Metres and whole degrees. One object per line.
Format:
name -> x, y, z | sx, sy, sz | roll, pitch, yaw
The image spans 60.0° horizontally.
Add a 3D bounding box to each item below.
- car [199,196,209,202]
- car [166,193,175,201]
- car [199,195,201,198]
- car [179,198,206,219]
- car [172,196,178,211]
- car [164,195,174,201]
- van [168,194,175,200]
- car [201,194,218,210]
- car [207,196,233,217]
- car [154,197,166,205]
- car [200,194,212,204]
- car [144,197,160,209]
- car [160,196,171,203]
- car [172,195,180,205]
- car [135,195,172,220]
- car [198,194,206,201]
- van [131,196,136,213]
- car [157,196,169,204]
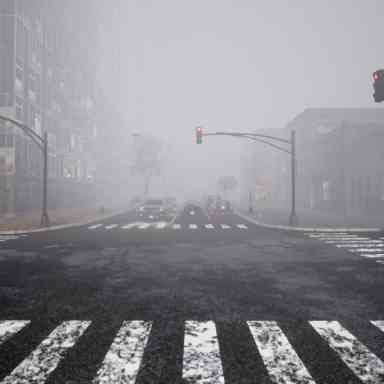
car -> 2.724, 1.572, 76.396 | 1.947, 1.339, 4.313 | 1, 0, 0
car -> -5.648, 1.321, 87.707 | 2.192, 1.841, 5.009 | 1, 0, 0
car -> 0.117, 1.606, 56.733 | 1.895, 1.301, 4.718 | 0, 0, 0
car -> 0.049, 1.529, 29.246 | 1.812, 1.442, 4.674 | 0, 0, 0
car -> -3.090, 1.552, 37.622 | 2.033, 1.411, 5.357 | 0, 0, 0
car -> -5.654, 1.557, 82.033 | 2.008, 1.369, 4.403 | 1, 0, 0
van -> -5.647, 1.347, 93.381 | 1.690, 1.788, 3.998 | 1, 0, 0
car -> 2.719, 1.320, 42.351 | 2.192, 1.841, 5.009 | 1, 0, 0
car -> 2.713, 1.444, 31.003 | 1.967, 1.590, 4.097 | 1, 0, 0
car -> -5.661, 1.587, 59.337 | 1.802, 1.307, 4.206 | 1, 0, 0
car -> 2.725, 1.321, 65.048 | 2.192, 1.841, 5.009 | 1, 0, 0
car -> -5.663, 1.530, 47.819 | 1.752, 1.417, 4.829 | 1, 0, 0
car -> -5.658, 1.572, 70.685 | 1.947, 1.339, 4.313 | 1, 0, 0
car -> -3.082, 1.531, 47.642 | 1.812, 1.442, 4.674 | 0, 0, 0
car -> -3.125, 1.356, 28.149 | 2.097, 1.767, 4.553 | 0, 0, 1
car -> 2.729, 1.446, 87.743 | 1.967, 1.590, 4.097 | 1, 0, 0
van -> -5.663, 1.346, 36.641 | 1.690, 1.788, 3.998 | 1, 0, 0
car -> -5.659, 1.572, 65.011 | 1.947, 1.339, 4.313 | 1, 0, 0
